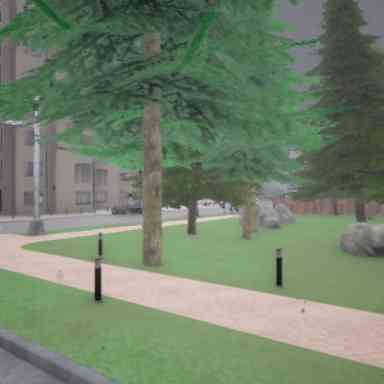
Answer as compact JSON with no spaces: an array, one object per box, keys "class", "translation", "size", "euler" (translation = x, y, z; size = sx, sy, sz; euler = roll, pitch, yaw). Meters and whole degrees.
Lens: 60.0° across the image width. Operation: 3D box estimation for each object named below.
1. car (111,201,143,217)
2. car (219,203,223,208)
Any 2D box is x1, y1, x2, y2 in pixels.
[{"class":"car","translation":[-5.889,1.645,33.623],"size":[1.882,1.535,5.008],"euler":[0,0,37]},{"class":"car","translation":[6.203,1.406,49.699],"size":[2.150,2.045,5.566],"euler":[0,0,37]}]
